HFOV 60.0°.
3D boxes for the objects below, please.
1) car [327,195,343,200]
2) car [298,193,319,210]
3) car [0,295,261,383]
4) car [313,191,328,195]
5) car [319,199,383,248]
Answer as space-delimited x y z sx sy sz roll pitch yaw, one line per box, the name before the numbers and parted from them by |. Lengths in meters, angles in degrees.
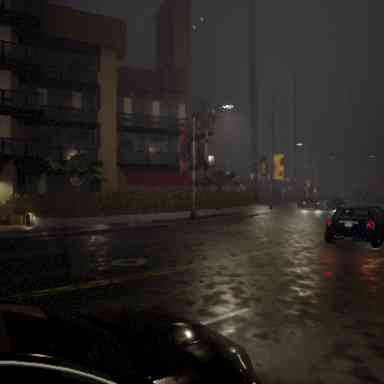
car | 18.589 1.539 42.731 1.837 1.490 4.892 0 0 9
car | 15.136 1.381 43.303 2.097 1.767 4.553 0 0 9
car | -1.631 1.503 2.115 4.892 1.490 1.837 0 0 -35
car | 34.339 1.209 86.109 2.185 1.767 4.553 0 0 -24
car | 7.809 1.360 15.112 2.097 1.767 4.553 0 0 42
